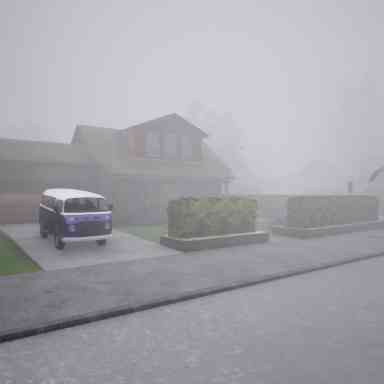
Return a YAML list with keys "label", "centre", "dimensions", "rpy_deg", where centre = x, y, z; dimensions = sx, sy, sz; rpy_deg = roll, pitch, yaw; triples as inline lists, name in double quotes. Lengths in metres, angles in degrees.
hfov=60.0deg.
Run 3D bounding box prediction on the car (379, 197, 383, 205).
- label: "car"
  centre: [24.676, 0.985, 41.440]
  dimensions: [3.866, 1.878, 1.905]
  rpy_deg: [0, 0, 0]
